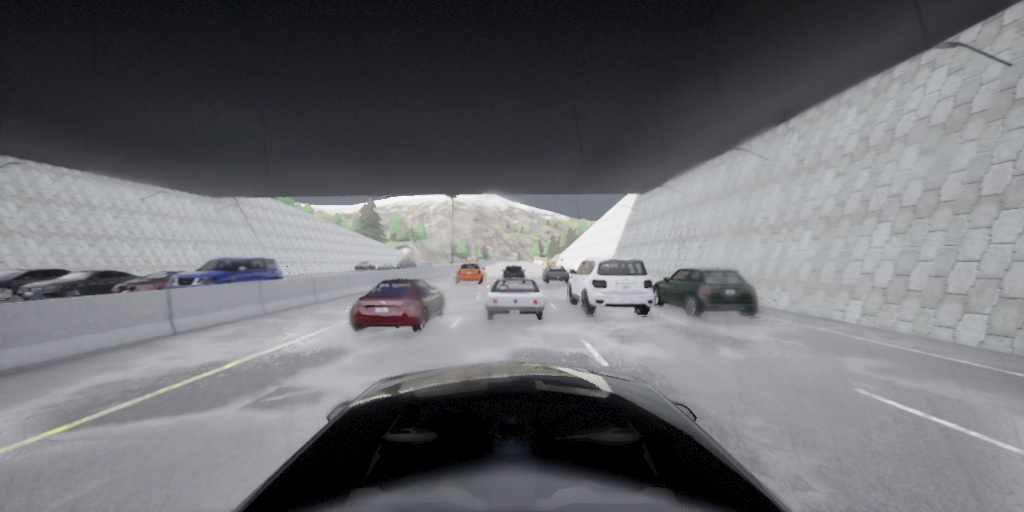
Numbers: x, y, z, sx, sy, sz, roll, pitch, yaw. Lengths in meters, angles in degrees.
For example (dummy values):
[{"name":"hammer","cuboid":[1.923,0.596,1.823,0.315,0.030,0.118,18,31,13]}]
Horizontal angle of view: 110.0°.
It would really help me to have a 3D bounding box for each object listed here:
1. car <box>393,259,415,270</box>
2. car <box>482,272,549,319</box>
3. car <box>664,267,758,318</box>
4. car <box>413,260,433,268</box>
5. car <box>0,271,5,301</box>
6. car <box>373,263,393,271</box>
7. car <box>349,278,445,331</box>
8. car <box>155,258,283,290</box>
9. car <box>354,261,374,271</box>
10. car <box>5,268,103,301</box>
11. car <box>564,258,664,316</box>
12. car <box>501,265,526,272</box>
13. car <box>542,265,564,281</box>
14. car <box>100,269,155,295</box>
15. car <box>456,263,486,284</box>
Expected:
[{"name":"car","cuboid":[-17.435,1.481,59.710,2.150,2.045,5.566,0,-1,1]},{"name":"car","cuboid":[0.108,1.455,13.250,1.895,1.301,4.718,0,-1,0]},{"name":"car","cuboid":[7.108,1.217,13.796,2.097,1.767,4.553,0,-1,0]},{"name":"car","cuboid":[-13.959,1.747,57.580,1.837,1.490,4.892,0,-1,1]},{"name":"car","cuboid":[-24.583,1.382,18.184,1.837,1.490,4.892,0,-1,0]},{"name":"car","cuboid":[-20.937,1.820,59.787,1.994,1.385,4.181,0,-1,1]},{"name":"car","cuboid":[-3.396,1.398,11.372,1.994,1.385,4.181,0,-1,0]},{"name":"car","cuboid":[-14.083,1.106,18.127,2.150,2.045,5.566,0,0,0]},{"name":"car","cuboid":[-24.430,1.606,59.808,2.097,1.767,4.553,0,-1,1]},{"name":"car","cuboid":[-21.075,1.404,17.961,1.812,1.442,4.674,0,-1,0]},{"name":"car","cuboid":[3.609,1.086,14.024,2.150,2.045,5.566,0,-1,0]},{"name":"car","cuboid":[0.138,1.516,30.639,1.837,1.490,4.892,0,-1,0]},{"name":"car","cuboid":[3.637,1.505,30.559,2.128,1.511,4.902,0,-1,0]},{"name":"car","cuboid":[-17.583,1.449,18.373,1.994,1.385,4.181,0,-1,0]},{"name":"car","cuboid":[-3.364,1.357,30.295,2.097,1.767,4.553,0,-1,0]}]
